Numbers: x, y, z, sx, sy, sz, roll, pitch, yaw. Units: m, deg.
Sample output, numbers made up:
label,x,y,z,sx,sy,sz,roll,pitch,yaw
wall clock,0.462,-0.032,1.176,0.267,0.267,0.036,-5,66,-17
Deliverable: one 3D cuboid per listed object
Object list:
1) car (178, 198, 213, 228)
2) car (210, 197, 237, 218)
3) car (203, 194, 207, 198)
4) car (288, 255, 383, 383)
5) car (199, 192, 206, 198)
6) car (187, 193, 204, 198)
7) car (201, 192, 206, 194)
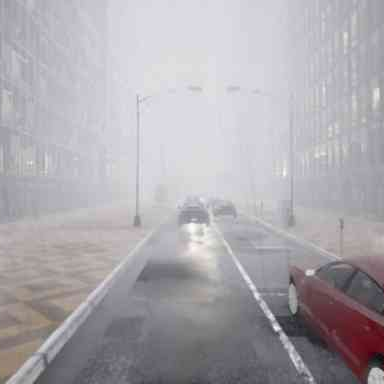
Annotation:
label,x,y,z,sx,sy,sz,roll,pitch,yaw
car,0.097,1.312,20.371,1.812,1.442,4.674,0,1,0
car,2.574,1.307,26.583,1.802,1.307,4.206,1,1,0
car,2.572,1.198,37.716,1.802,1.307,4.206,1,1,0
car,2.578,1.498,4.314,1.887,1.381,4.507,1,1,0
car,2.566,0.791,82.255,1.802,1.307,4.206,1,0,0
car,0.095,1.136,40.540,2.033,1.411,5.357,0,1,0
car,2.569,0.698,76.686,1.967,1.590,4.097,1,1,0
